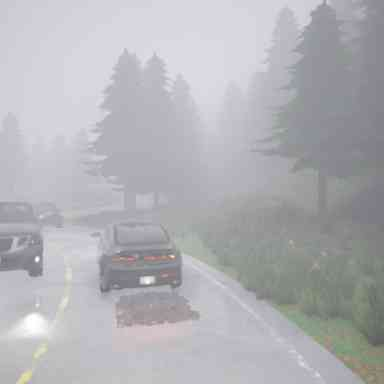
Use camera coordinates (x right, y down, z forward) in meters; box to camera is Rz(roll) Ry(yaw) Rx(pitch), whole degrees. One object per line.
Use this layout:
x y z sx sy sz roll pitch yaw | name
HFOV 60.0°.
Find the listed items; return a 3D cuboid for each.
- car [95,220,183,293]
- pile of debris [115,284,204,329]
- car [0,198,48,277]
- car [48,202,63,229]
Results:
-1.580 1.509 8.998 1.837 1.490 4.892 0 0 -17 | car
-0.735 2.177 6.534 1.500 0.140 1.860 0 0 -14 | pile of debris
-5.772 1.227 10.053 2.150 2.045 5.566 1 0 -27 | car
-9.971 1.357 20.818 4.553 1.767 2.097 0 1 43 | car
